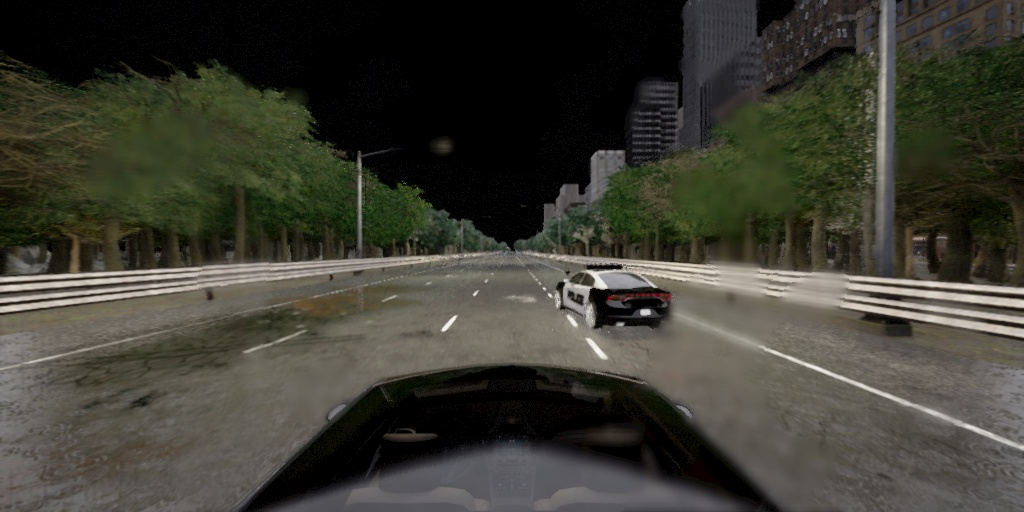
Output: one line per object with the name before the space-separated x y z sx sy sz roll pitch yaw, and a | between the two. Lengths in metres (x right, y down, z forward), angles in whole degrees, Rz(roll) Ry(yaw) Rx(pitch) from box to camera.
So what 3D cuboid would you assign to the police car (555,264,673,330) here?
police car | 2.698 1.054 10.841 1.930 1.638 5.238 0 1 -9
